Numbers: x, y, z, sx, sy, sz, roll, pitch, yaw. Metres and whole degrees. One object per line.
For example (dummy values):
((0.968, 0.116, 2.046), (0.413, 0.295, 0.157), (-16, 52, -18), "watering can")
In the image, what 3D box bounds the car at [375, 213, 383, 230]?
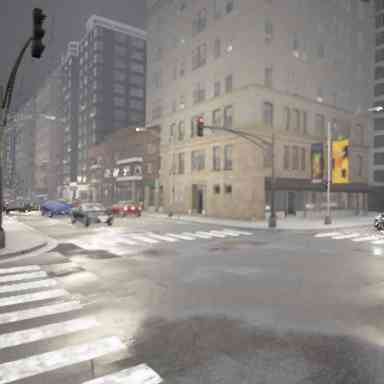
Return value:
((13.786, 1.596, 21.483), (4.553, 1.767, 2.097), (1, 0, -35), "car")

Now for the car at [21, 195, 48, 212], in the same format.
((-18.429, 1.391, 39.324), (2.097, 1.767, 4.553), (1, -1, -35), "car")

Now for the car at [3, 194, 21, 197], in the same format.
((-22.468, 1.319, 40.624), (2.192, 1.841, 5.009), (1, -1, -35), "car")

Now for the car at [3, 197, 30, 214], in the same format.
((-19.328, 1.571, 36.165), (1.947, 1.339, 4.313), (1, -1, -35), "car")

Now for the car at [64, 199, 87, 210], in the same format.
((-15.913, 1.696, 45.243), (1.802, 1.307, 4.206), (1, -1, -35), "car")

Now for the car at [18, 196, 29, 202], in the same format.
((-41.160, 1.664, 81.035), (1.752, 1.417, 4.829), (1, -1, -35), "car")

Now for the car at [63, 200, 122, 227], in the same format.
((-7.019, 1.543, 23.120), (2.128, 1.511, 4.902), (1, 0, -35), "car")

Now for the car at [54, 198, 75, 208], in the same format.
((-19.154, 1.641, 49.839), (1.752, 1.417, 4.829), (1, -1, -35), "car")

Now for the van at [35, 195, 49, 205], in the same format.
((-28.485, 1.466, 63.071), (1.690, 1.788, 3.998), (1, -1, -35), "van")

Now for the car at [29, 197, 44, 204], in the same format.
((-31.631, 1.694, 67.525), (1.947, 1.339, 4.313), (1, -1, -35), "car")

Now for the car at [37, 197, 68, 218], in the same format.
((-12.719, 1.521, 31.198), (1.882, 1.535, 5.008), (1, -1, -35), "car")

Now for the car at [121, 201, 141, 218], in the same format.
((-6.480, 1.561, 31.876), (1.967, 1.590, 4.097), (1, -1, -35), "car")
